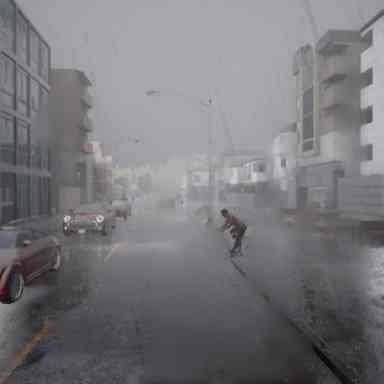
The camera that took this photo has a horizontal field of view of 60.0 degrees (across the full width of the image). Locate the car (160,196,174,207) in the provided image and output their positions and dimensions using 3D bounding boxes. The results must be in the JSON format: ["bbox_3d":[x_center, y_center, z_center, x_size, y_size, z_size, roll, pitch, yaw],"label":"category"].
[{"bbox_3d":[-3.929,1.415,51.223,2.033,1.411,5.357,0,0,-5],"label":"car"}]

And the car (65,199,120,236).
[{"bbox_3d":[-5.477,1.305,18.232,2.097,1.767,4.553,0,0,-5],"label":"car"}]

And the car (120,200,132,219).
[{"bbox_3d":[-6.265,1.406,28.195,1.882,1.535,5.008,0,0,-4],"label":"car"}]

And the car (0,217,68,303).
[{"bbox_3d":[-4.648,1.544,7.922,1.994,1.385,4.181,0,0,-5],"label":"car"}]

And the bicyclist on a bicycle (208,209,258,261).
[{"bbox_3d":[1.256,1.350,10.563,1.656,1.620,0.582,-6,1,-5],"label":"bicyclist on a bicycle"}]

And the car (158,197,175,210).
[{"bbox_3d":[-3.097,1.399,40.932,1.837,1.490,4.892,0,0,-5],"label":"car"}]
